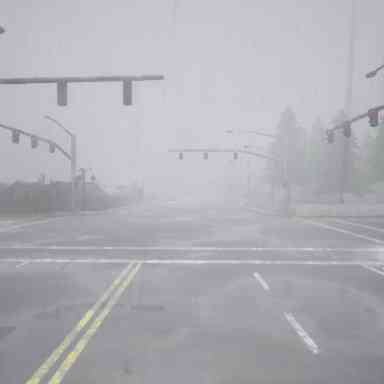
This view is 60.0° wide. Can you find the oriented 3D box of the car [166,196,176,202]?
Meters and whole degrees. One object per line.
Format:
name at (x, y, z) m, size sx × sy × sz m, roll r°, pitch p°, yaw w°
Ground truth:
car at (-4.952, 1.543, 78.394) m, size 1.994 × 1.385 × 4.181 m, roll 0°, pitch 0°, yaw 2°
